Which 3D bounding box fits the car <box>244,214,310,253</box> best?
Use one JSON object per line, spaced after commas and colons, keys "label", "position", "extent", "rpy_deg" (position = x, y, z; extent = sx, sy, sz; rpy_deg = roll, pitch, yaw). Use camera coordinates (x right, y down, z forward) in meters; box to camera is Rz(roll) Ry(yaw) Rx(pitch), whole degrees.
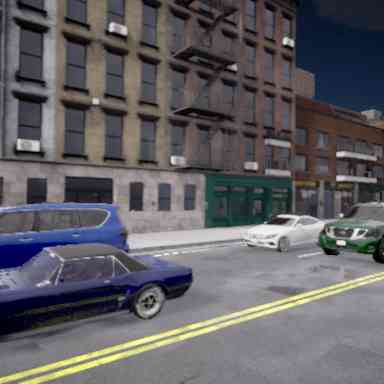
{"label": "car", "position": [4.413, 1.745, 14.942], "extent": [4.674, 1.442, 1.812], "rpy_deg": [1, -1, -36]}

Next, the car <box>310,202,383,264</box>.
{"label": "car", "position": [7.355, 1.430, 13.068], "extent": [5.566, 2.045, 2.150], "rpy_deg": [1, -1, -36]}

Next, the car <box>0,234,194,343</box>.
{"label": "car", "position": [-2.368, 1.671, 5.980], "extent": [4.718, 1.301, 1.895], "rpy_deg": [1, -1, -36]}

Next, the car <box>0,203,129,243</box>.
{"label": "car", "position": [-4.338, 1.319, 8.569], "extent": [5.566, 2.045, 2.150], "rpy_deg": [1, -1, -36]}
